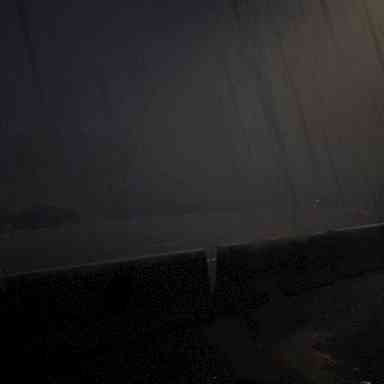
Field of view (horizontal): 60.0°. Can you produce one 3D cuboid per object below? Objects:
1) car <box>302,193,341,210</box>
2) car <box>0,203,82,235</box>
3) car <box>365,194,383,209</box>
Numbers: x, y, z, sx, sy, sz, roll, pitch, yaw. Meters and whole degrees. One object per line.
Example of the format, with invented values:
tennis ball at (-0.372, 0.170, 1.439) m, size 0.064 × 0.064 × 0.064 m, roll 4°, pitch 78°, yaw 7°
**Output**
car at (13.705, 0.949, 35.267) m, size 4.553 × 1.767 × 2.097 m, roll -1°, pitch 1°, yaw -35°
car at (-8.968, 1.450, 19.091) m, size 5.008 × 1.535 × 1.882 m, roll -1°, pitch 0°, yaw -36°
car at (20.579, 0.970, 35.864) m, size 4.902 × 1.511 × 2.128 m, roll -1°, pitch 1°, yaw -35°
